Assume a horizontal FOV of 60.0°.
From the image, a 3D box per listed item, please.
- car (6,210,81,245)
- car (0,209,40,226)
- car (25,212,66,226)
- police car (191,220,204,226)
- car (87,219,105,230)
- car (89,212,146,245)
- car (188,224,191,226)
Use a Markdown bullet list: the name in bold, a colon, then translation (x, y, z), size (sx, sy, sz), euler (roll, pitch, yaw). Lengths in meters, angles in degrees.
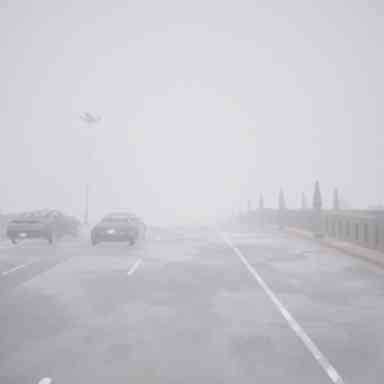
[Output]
- **car**: translation (-6.895, 1.599, 16.002), size (2.128, 1.511, 4.902), euler (0, -1, 0)
- **car**: translation (-17.582, 2.657, 33.905), size (1.882, 1.535, 5.008), euler (0, -6, 0)
- **car**: translation (-14.087, 2.631, 32.353), size (1.895, 1.301, 4.718), euler (0, -5, 0)
- **police car**: translation (1.240, 5.941, 60.429), size (1.930, 1.638, 5.238), euler (0, -7, 0)
- **car**: translation (-20.982, 7.140, 72.806), size (2.150, 2.045, 5.566), euler (0, -7, 0)
- **car**: translation (-3.395, 1.670, 15.990), size (1.994, 1.385, 4.181), euler (0, -1, 0)
- **car**: translation (0.020, 8.113, 76.985), size (1.895, 1.301, 4.718), euler (0, -7, 0)
